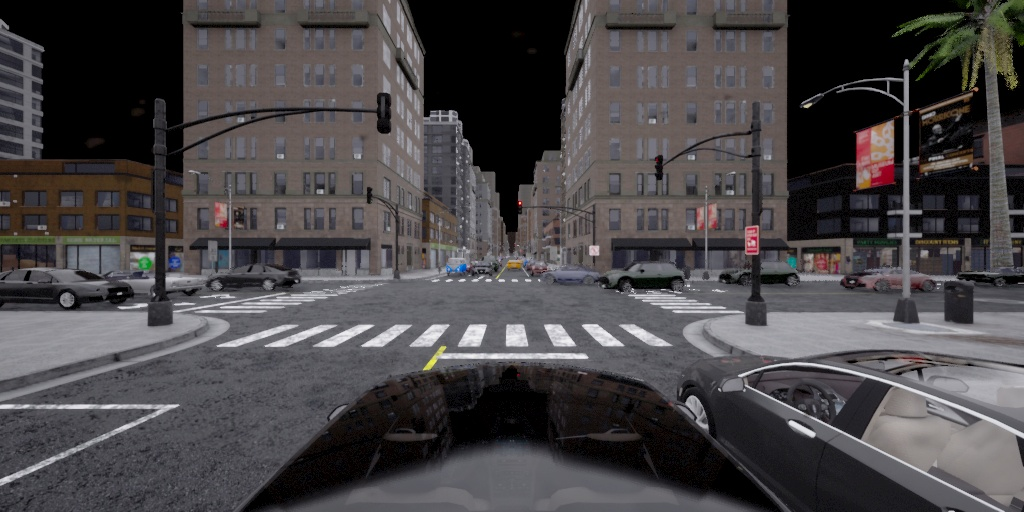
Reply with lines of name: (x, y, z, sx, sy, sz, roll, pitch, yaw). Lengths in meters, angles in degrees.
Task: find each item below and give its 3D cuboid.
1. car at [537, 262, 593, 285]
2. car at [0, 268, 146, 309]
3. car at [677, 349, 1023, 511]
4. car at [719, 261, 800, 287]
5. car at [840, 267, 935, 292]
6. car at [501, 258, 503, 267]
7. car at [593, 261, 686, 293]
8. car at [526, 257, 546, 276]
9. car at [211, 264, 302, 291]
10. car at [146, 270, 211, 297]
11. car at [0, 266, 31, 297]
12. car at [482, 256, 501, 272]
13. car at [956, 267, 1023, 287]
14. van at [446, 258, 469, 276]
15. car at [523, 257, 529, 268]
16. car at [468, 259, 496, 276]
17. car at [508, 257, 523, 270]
car: (4.244, 1.315, 25.668, 4.181, 1.385, 1.994, 0, 0, 21)
car: (-17.937, 1.232, 14.161, 4.892, 1.490, 1.837, 0, 0, 0)
car: (2.669, 1.300, 2.293, 2.007, 1.370, 4.403, 0, 0, 0)
car: (16.613, 1.120, 24.285, 4.553, 1.767, 2.097, 0, 0, 0)
car: (21.953, 1.346, 21.062, 4.181, 1.385, 1.994, 0, 0, 0)
car: (-2.849, 1.353, 55.900, 1.895, 1.301, 4.718, 0, 0, 0)
car: (7.365, 1.110, 20.504, 4.553, 1.767, 2.097, 0, 0, -8)
car: (2.822, 1.191, 36.943, 1.967, 1.591, 4.097, 0, 0, 0)
car: (-14.964, 1.227, 20.877, 4.892, 1.490, 1.837, 0, 0, 0)
car: (-17.896, 1.324, 17.410, 4.718, 1.301, 1.895, 0, 0, 0)
car: (-26.883, 1.235, 17.366, 4.674, 1.442, 1.812, 0, 0, 0)
car: (-2.900, 0.974, 45.927, 2.150, 2.045, 5.566, 0, 0, 0)
car: (33.496, 1.401, 24.366, 4.718, 1.301, 1.895, 0, 0, 0)
van: (-5.704, 1.092, 36.981, 1.690, 1.789, 3.998, 0, 0, 0)
car: (2.876, 1.192, 48.281, 1.967, 1.591, 4.097, 0, 0, 0)
car: (-2.948, 1.316, 36.619, 1.994, 1.385, 4.181, 0, 0, 0)
car: (0.324, 1.230, 53.147, 1.882, 1.535, 5.008, 0, 0, 0)
